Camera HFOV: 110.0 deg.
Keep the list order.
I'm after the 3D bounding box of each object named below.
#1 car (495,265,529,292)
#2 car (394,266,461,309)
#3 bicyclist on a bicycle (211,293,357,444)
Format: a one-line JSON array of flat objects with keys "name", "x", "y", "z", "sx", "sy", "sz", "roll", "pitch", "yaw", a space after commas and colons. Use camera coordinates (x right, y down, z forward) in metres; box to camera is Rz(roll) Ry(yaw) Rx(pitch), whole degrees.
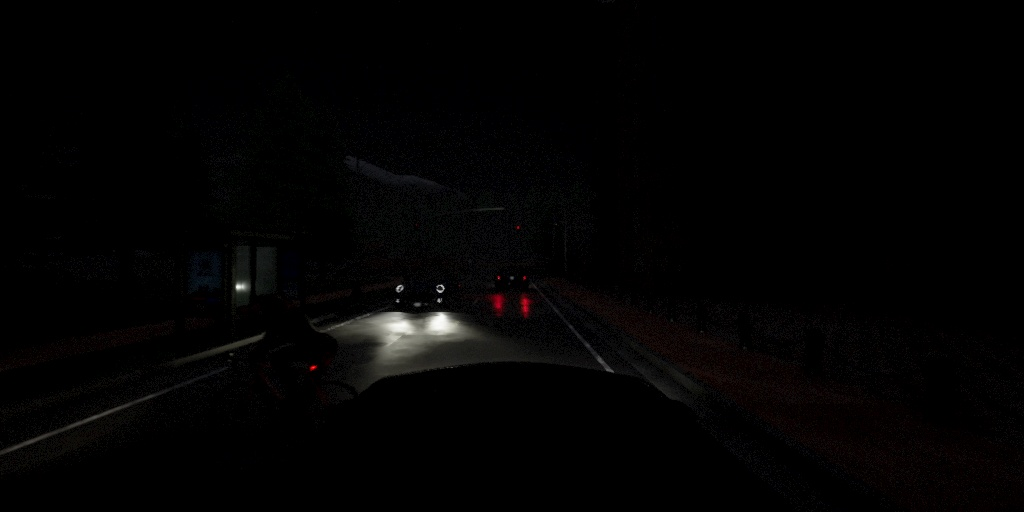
[{"name": "car", "x": 0.004, "y": 1.376, "z": 23.729, "sx": 2.097, "sy": 1.767, "sz": 4.553, "roll": 0, "pitch": -1, "yaw": 0}, {"name": "car", "x": -3.557, "y": 1.276, "z": 15.813, "sx": 2.097, "sy": 1.767, "sz": 4.553, "roll": 0, "pitch": -1, "yaw": 0}, {"name": "bicyclist on a bicycle", "x": -2.436, "y": 1.230, "z": 3.879, "sx": 1.656, "sy": 1.620, "sz": 0.582, "roll": -1, "pitch": -1, "yaw": 0}]
